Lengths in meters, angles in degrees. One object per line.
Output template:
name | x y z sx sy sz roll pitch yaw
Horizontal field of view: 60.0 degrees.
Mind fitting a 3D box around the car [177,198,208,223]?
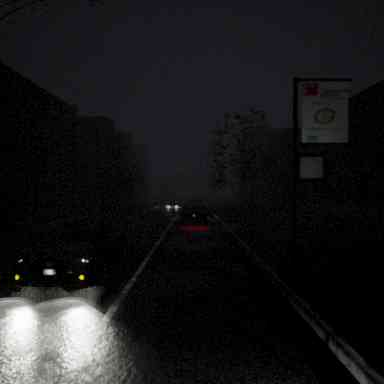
car | 0.141 1.437 24.827 1.882 1.535 5.008 0 0 0

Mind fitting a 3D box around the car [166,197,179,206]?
car | -2.948 1.462 52.520 2.033 1.411 5.357 0 0 1

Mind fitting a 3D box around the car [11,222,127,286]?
car | -3.107 1.549 9.232 1.994 1.385 4.181 0 0 0
